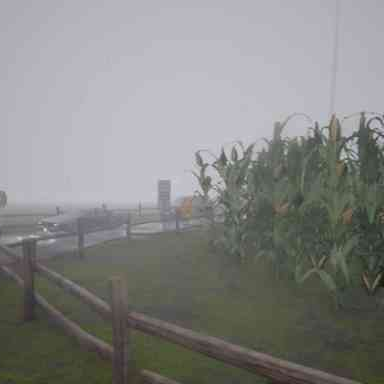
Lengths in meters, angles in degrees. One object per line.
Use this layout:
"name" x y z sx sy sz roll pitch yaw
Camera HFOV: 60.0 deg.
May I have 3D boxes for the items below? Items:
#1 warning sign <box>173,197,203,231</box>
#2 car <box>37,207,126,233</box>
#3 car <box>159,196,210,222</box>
"warning sign" -0.235 1.241 19.204 1.300 1.860 1.060 1 0 35
"car" -6.274 1.619 19.790 2.033 1.411 5.357 1 0 34
"car" -0.364 1.335 28.259 2.150 2.045 5.566 1 0 35
